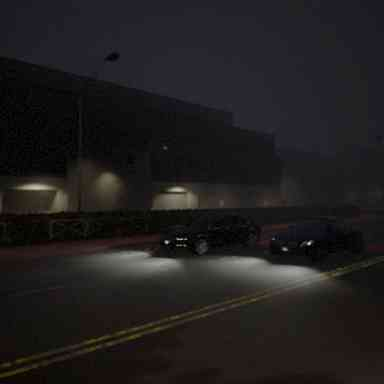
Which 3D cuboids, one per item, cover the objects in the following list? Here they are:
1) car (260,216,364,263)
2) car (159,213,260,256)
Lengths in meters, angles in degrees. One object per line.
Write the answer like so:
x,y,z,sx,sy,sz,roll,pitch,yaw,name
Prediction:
4.925,1.682,12.790,4.674,1.442,1.812,1,-1,-40,car
0.914,1.656,13.989,4.892,1.490,1.837,1,-1,-40,car
